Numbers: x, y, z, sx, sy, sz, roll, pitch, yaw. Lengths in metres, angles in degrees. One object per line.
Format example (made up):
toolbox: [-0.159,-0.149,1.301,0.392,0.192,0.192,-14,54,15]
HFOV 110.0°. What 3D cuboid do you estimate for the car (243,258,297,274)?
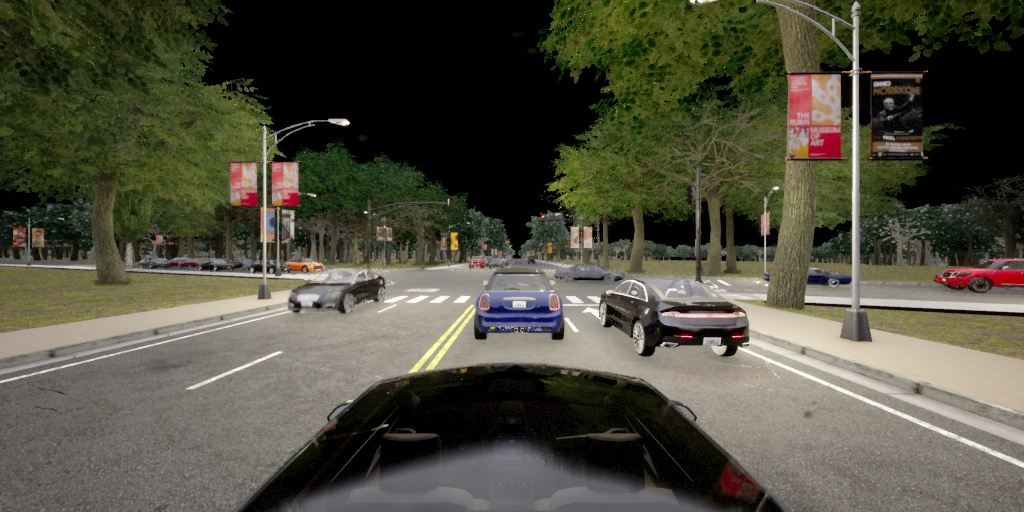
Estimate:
car: [-25.920,1.103,38.368,5.008,1.535,1.882,0,0,22]

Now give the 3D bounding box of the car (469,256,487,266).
car: [-5.630,0.979,57.948,2.150,2.045,5.566,0,0,1]

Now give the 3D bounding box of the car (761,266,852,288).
car: [20.393,1.478,25.058,4.718,1.301,1.895,0,0,24]

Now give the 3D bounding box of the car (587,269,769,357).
car: [3.428,1.241,8.548,2.128,1.511,4.902,0,0,0]

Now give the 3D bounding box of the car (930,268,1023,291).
car: [31.481,1.537,23.674,4.718,1.301,1.895,0,0,24]

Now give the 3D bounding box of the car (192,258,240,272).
car: [-34.990,1.055,42.426,5.008,1.535,1.882,1,0,24]

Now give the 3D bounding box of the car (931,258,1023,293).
car: [29.307,1.153,21.077,5.566,2.045,2.150,0,0,25]

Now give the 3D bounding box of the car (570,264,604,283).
car: [6.008,1.346,27.696,5.357,1.411,2.033,0,0,24]

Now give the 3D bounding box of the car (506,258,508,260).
car: [-2.210,1.360,64.872,1.895,1.301,4.718,0,0,1]

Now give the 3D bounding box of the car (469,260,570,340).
car: [0.191,1.102,10.136,2.097,1.767,4.553,0,0,1]

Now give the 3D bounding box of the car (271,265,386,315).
car: [-6.419,1.242,13.749,2.128,1.511,4.902,0,0,1]

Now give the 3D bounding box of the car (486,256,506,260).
car: [-2.401,1.109,55.881,2.097,1.767,4.553,0,0,1]

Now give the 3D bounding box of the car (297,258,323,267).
car: [-23.633,0.982,40.913,4.553,1.767,2.097,0,0,24]

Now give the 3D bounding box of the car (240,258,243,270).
car: [-34.159,1.065,45.615,4.902,1.511,2.128,0,0,24]
